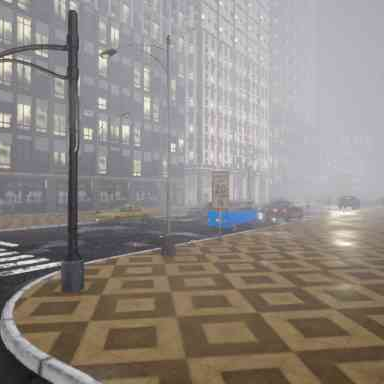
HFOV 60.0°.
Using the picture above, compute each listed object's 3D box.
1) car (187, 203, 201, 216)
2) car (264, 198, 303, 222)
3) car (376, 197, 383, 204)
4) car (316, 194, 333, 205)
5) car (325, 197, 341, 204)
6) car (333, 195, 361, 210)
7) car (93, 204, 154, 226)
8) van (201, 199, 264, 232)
[{"bbox_3d":[1.279,1.604,31.715,1.802,1.307,4.206,0,0,38],"label":"car"},{"bbox_3d":[7.527,1.472,26.914,1.967,1.590,4.097,0,0,38],"label":"car"},{"bbox_3d":[38.034,1.658,66.620,1.947,1.339,4.313,0,0,38],"label":"car"},{"bbox_3d":[25.007,1.380,62.599,2.192,1.841,5.009,0,0,38],"label":"car"},{"bbox_3d":[28.397,1.624,67.011,2.008,1.369,4.403,0,0,38],"label":"car"},{"bbox_3d":[21.086,1.368,44.562,2.192,1.841,5.009,0,0,38],"label":"car"},{"bbox_3d":[-4.822,1.540,23.987,1.752,1.417,4.829,0,0,38],"label":"car"},{"bbox_3d":[2.571,1.368,20.280,1.690,1.788,3.998,0,0,38],"label":"van"}]
